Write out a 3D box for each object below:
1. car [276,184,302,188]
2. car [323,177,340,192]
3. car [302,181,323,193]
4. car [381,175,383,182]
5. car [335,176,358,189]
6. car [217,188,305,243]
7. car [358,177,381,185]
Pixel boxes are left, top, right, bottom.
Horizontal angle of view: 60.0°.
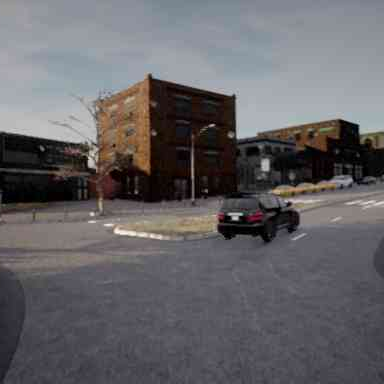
[{"bbox_3d":[11.504,-0.120,42.650,5.366,1.575,1.946,-6,3,-42],"label":"car"},{"bbox_3d":[19.702,-0.910,50.013,5.366,1.575,1.946,-5,3,-42],"label":"car"},{"bbox_3d":[15.605,-0.516,46.327,5.366,1.575,1.946,-5,3,-42],"label":"car"},{"bbox_3d":[40.422,-2.897,68.656,4.892,1.521,2.231,-5,3,-42],"label":"car"},{"bbox_3d":[23.997,-1.572,53.876,5.566,2.045,2.435,-5,3,-42],"label":"car"},{"bbox_3d":[3.251,1.057,15.616,2.150,2.045,5.566,-1,1,34],"label":"car"},{"bbox_3d":[32.200,-2.079,61.262,4.792,1.488,2.163,-5,3,-42],"label":"car"}]
